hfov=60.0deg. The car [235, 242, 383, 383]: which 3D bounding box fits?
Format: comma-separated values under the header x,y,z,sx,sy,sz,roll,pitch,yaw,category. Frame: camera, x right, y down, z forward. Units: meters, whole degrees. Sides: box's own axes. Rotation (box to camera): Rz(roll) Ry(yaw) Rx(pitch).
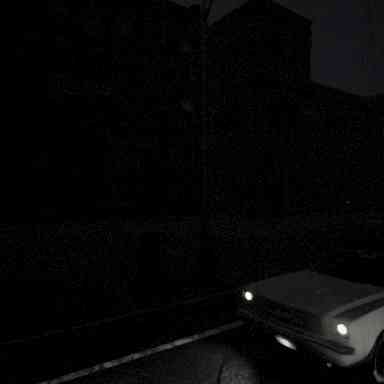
x,y,z,sx,sy,sz,roll,pitch,yaw,category
2.983,1.599,5.506,4.718,1.301,1.895,0,0,-35,car
